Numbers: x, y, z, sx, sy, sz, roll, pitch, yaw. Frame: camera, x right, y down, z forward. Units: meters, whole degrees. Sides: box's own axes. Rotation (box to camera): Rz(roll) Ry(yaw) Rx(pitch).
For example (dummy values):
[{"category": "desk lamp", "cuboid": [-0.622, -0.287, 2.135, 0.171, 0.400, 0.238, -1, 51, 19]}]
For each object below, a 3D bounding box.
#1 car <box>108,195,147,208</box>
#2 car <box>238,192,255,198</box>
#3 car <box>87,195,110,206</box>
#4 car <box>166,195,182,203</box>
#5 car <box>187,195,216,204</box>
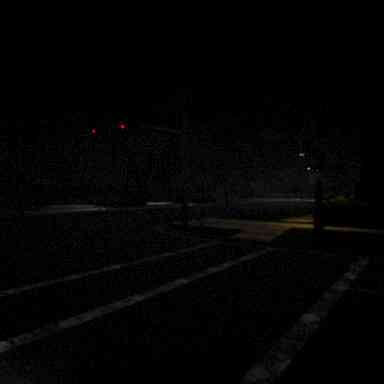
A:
[{"category": "car", "cuboid": [-7.962, 1.347, 42.491, 1.895, 1.301, 4.718, 1, 0, 36]}, {"category": "car", "cuboid": [11.222, 0.718, 68.633, 2.097, 1.767, 4.553, 1, 0, 36]}, {"category": "car", "cuboid": [-12.689, 1.167, 47.869, 1.882, 1.535, 5.008, 1, 0, 36]}, {"category": "car", "cuboid": [-2.730, 1.291, 61.456, 1.895, 1.301, 4.718, 1, 0, 37]}, {"category": "car", "cuboid": [2.011, 1.294, 56.125, 2.033, 1.411, 5.357, 1, 0, 36]}]
